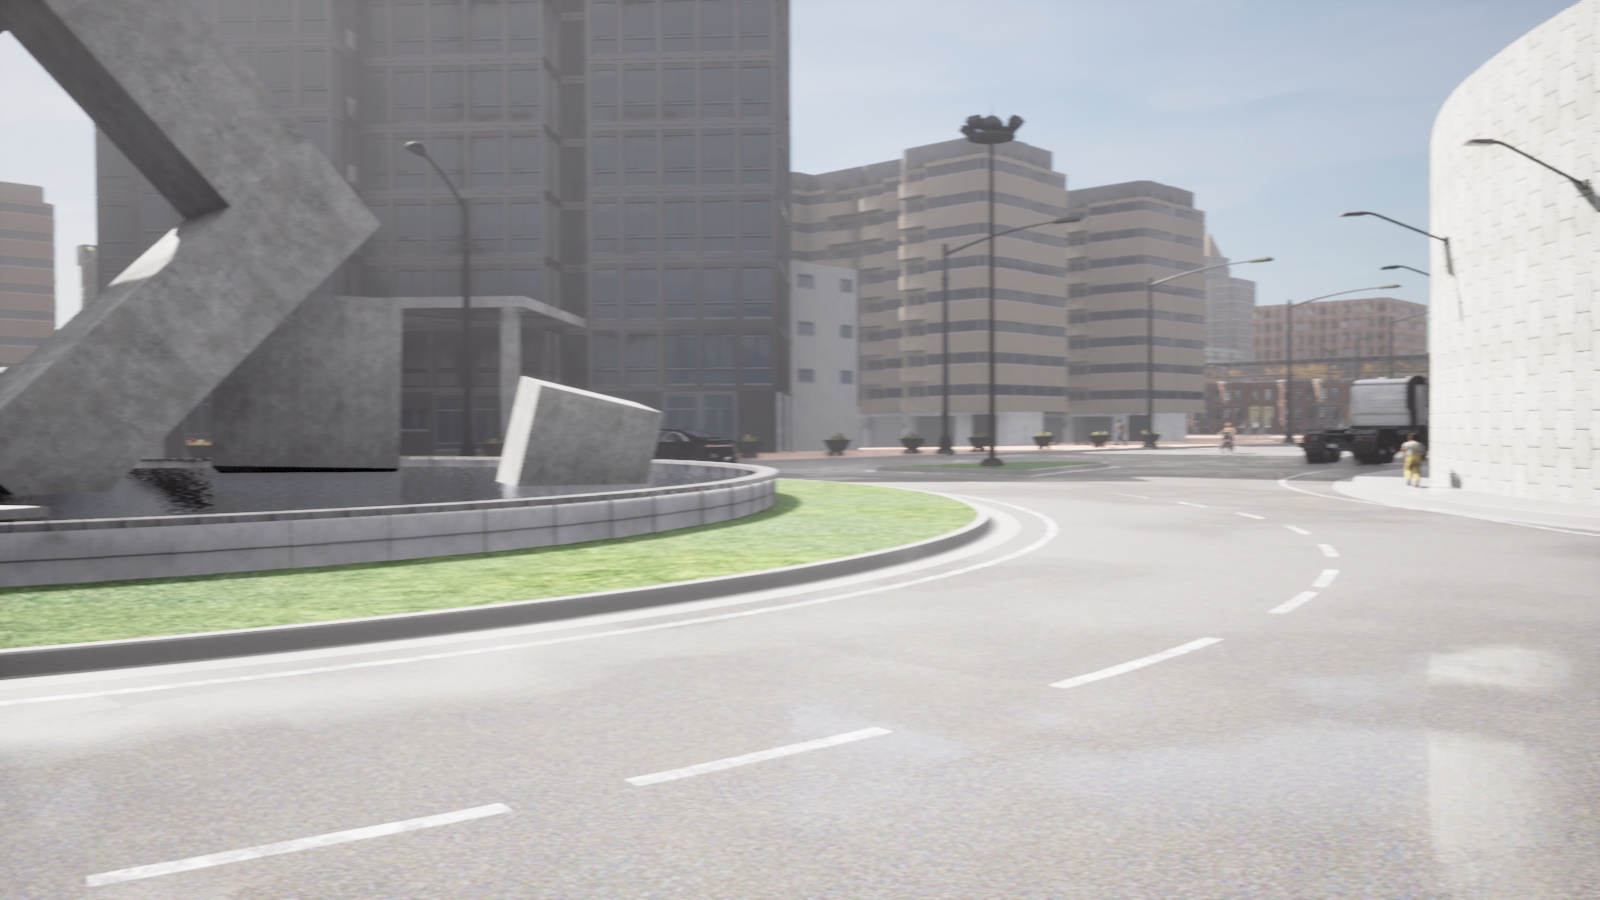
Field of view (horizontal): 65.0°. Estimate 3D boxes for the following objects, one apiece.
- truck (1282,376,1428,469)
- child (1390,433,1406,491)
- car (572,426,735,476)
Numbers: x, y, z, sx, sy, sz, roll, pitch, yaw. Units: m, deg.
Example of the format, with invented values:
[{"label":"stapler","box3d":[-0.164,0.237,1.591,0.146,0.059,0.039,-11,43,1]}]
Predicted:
[{"label":"truck","box3d":[22.453,-1.087,50.514,2.891,3.462,7.936,1,2,43]},{"label":"child","box3d":[13.139,0.254,27.589,0.270,1.263,0.437,1,1,20]},{"label":"car","box3d":[-4.720,-0.012,40.117,4.902,1.511,2.128,1,1,31]}]
